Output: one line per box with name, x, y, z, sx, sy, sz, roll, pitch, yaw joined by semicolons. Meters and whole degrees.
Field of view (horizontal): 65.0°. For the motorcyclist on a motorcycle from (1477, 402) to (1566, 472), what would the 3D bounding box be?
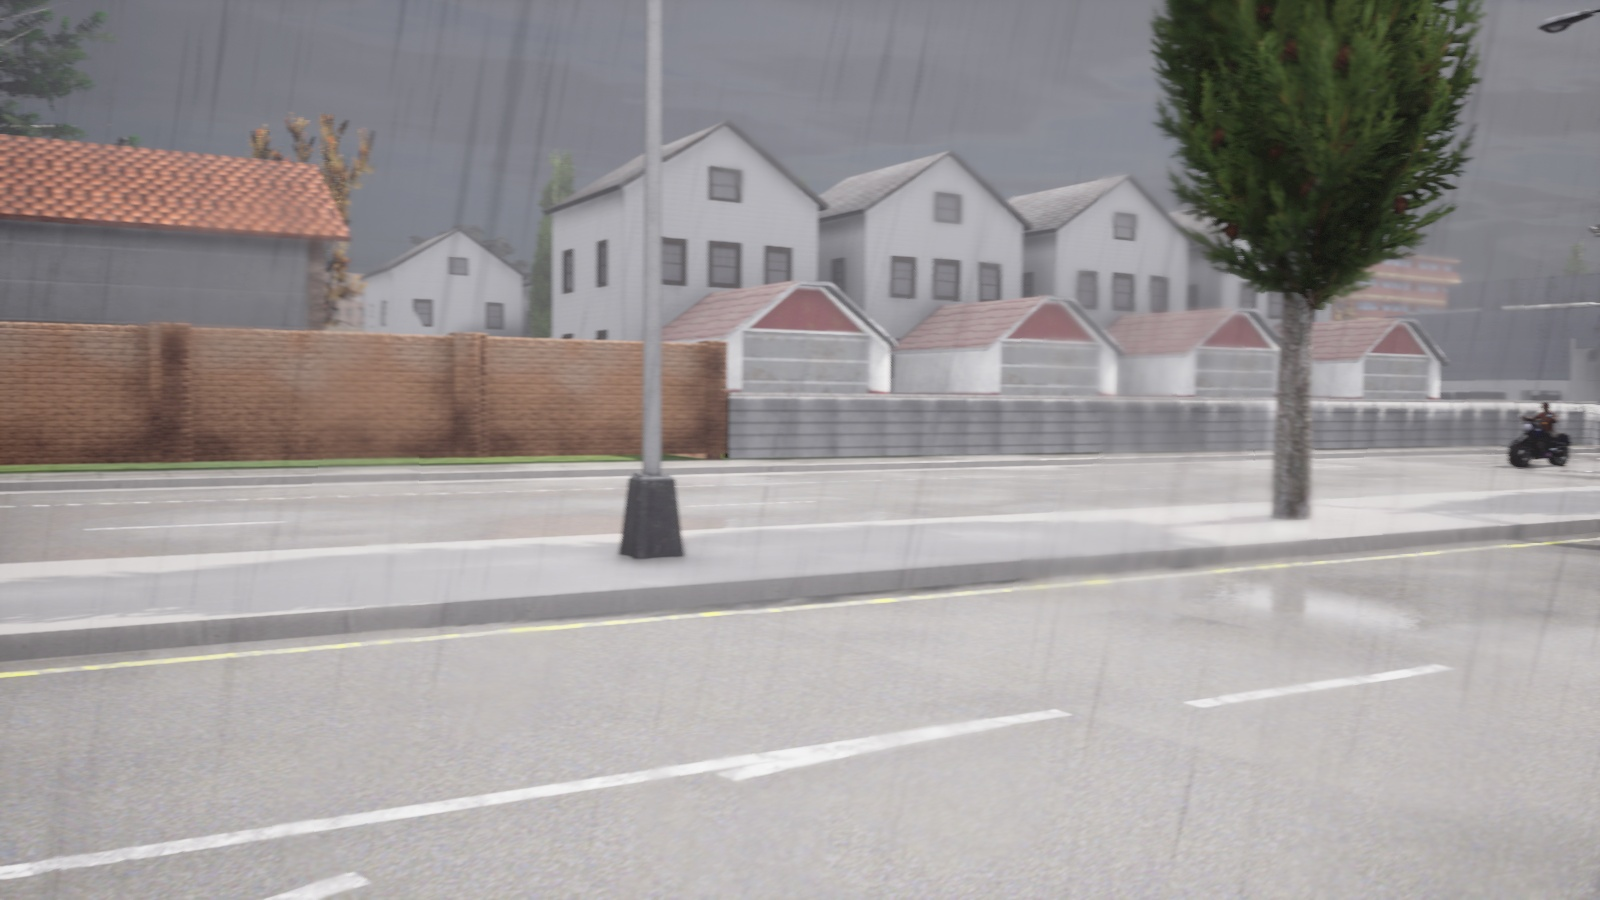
motorcyclist on a motorcycle;17.715;-0.343;30.829;2.350;1.649;0.766;-1;3;-30
